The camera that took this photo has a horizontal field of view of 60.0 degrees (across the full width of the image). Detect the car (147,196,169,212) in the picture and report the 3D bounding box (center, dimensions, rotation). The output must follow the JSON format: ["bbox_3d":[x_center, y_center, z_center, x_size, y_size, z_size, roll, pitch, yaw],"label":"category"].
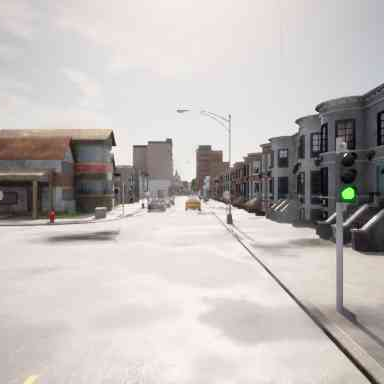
[{"bbox_3d":[-4.077,1.505,39.208,1.837,1.490,4.892,0,0,0],"label":"car"}]

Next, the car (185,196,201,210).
[{"bbox_3d":[0.133,1.477,42.640,1.882,1.535,5.008,0,0,0],"label":"car"}]

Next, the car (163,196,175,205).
[{"bbox_3d":[-4.022,1.525,58.763,1.812,1.442,4.674,0,0,1],"label":"car"}]

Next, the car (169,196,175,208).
[{"bbox_3d":[-4.063,1.547,48.957,2.033,1.411,5.357,0,0,0],"label":"car"}]

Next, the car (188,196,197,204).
[{"bbox_3d":[0.152,1.525,66.979,1.812,1.442,4.674,0,0,0],"label":"car"}]
